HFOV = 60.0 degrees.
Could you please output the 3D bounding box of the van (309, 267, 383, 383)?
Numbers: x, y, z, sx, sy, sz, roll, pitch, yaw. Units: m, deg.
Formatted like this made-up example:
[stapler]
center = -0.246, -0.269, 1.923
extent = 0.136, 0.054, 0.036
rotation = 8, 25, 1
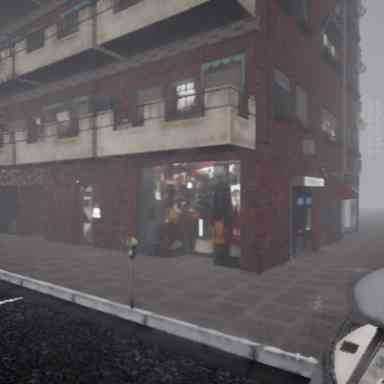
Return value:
[van]
center = 2.417, 1.343, 1.154
extent = 3.998, 1.788, 1.690
rotation = 0, 0, 36
